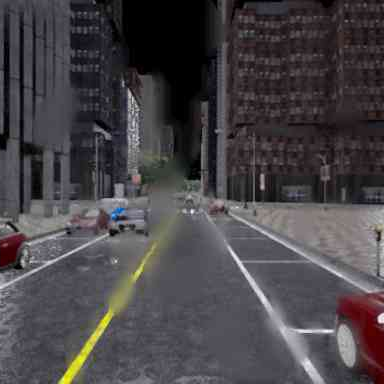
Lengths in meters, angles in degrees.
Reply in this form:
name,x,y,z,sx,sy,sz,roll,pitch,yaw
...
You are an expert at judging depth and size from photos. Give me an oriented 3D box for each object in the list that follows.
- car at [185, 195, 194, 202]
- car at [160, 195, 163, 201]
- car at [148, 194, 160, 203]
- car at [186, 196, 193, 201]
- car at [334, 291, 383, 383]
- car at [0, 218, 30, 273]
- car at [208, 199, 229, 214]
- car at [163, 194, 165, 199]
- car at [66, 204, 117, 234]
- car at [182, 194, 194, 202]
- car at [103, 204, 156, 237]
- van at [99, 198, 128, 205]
name,x,y,z,sx,sy,sz,roll,pitch,yaw
car,-0.633,1.604,82.194,1.967,1.590,4.097,0,0,0
car,-9.158,1.479,82.145,2.192,1.841,5.009,0,0,0
car,-9.124,1.707,76.718,1.947,1.339,4.313,0,0,0
car,-0.666,1.769,87.618,1.802,1.307,4.206,0,0,0
car,2.763,1.545,2.732,1.887,1.381,4.507,0,0,0
car,-5.763,1.442,8.169,1.967,1.590,4.097,0,0,0
car,2.761,1.492,35.375,1.967,1.590,4.097,0,0,0
car,-9.224,1.735,92.826,1.752,1.417,4.829,0,0,0
car,-5.764,1.601,19.049,1.802,1.307,4.206,0,0,0
car,-0.599,1.582,76.769,1.967,1.590,4.097,0,0,0
car,-3.098,1.581,17.890,1.994,1.385,4.181,0,0,0
van,-5.764,1.371,24.491,1.690,1.788,3.998,0,0,0
